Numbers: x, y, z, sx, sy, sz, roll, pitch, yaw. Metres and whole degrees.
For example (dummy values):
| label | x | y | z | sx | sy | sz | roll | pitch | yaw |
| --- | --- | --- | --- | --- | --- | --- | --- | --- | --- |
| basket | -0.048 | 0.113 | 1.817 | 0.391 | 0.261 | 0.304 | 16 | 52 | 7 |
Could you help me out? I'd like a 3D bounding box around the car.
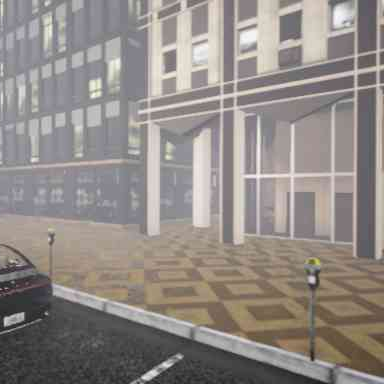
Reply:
| label | x | y | z | sx | sy | sz | roll | pitch | yaw |
| --- | --- | --- | --- | --- | --- | --- | --- | --- | --- |
| car | -4.240 | 1.528 | 5.901 | 4.403 | 1.369 | 2.008 | 0 | 0 | 36 |
